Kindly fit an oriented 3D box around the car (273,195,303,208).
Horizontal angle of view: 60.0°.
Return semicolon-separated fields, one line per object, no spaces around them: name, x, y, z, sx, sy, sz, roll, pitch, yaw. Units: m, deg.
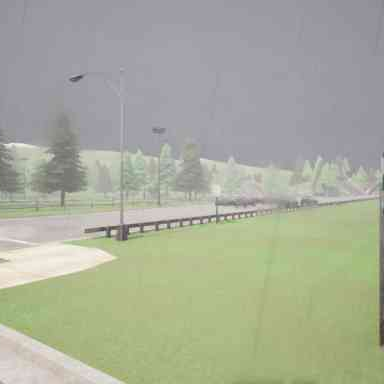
car;13.294;1.505;45.782;1.837;1.490;4.892;0;0;35

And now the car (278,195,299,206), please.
car;16.399;1.353;56.234;2.097;1.767;4.553;0;0;35

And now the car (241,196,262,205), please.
car;11.028;1.478;60.941;1.882;1.535;5.008;0;0;35

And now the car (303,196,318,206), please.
car;19.157;1.505;54.243;1.837;1.490;4.892;0;0;35

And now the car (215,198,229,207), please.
car;5.366;1.564;52.742;1.994;1.385;4.181;0;0;35

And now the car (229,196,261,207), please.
car;8.063;1.491;50.505;2.128;1.511;4.902;0;0;35

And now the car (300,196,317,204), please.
car;23.076;1.526;65.773;1.812;1.442;4.674;0;0;35

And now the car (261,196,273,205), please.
car;13.896;1.491;58.935;2.128;1.511;4.902;0;0;35
